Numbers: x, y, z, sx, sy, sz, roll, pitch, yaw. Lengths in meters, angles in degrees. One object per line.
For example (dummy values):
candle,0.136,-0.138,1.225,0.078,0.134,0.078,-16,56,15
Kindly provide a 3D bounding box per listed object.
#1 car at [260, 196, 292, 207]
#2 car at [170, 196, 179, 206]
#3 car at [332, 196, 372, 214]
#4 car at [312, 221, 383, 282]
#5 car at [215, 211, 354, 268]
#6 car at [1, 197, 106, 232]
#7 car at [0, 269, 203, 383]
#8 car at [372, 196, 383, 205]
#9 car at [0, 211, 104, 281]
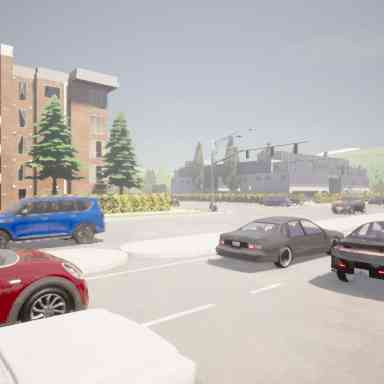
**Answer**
car,12.764,1.354,50.777,4.553,1.767,2.097,0,0,33
car,-4.061,1.353,54.209,2.097,1.767,4.553,0,0,-40
car,16.037,1.493,33.841,4.902,1.511,2.128,0,0,-43
car,5.443,1.492,8.621,4.902,1.511,2.128,0,0,-40
car,3.195,1.548,11.305,5.357,1.411,2.033,0,0,-40
car,-6.354,1.222,13.822,5.566,2.045,2.150,0,0,-40
car,-2.160,1.601,2.024,4.718,1.301,1.895,0,0,-40
car,32.540,1.508,57.742,4.892,1.490,1.837,0,0,-40
car,-3.977,1.352,5.075,4.553,1.767,2.097,0,0,-40
